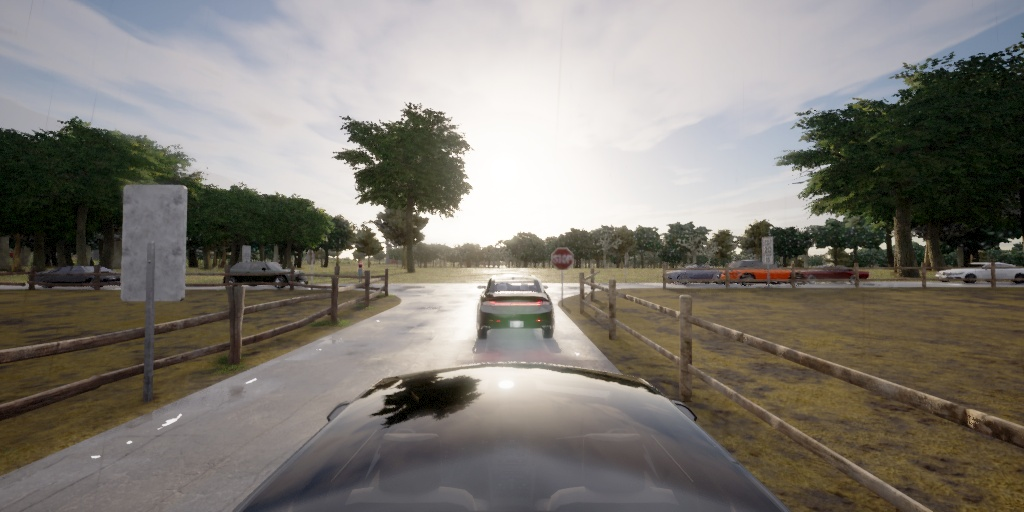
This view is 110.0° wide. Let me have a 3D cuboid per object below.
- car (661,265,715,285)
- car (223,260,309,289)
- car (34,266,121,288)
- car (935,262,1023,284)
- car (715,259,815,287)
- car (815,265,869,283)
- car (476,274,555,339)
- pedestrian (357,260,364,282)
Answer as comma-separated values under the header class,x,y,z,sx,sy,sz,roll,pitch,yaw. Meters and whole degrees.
class,x,y,z,sx,sy,sz,roll,pitch,yaw
car,13.001,1.324,25.796,4.181,1.385,1.994,0,-2,-1
car,-15.517,1.123,22.820,4.553,1.767,2.097,0,-2,1
car,-27.120,1.315,22.833,5.357,1.411,2.033,0,-2,0
car,32.687,1.170,24.933,4.674,1.442,1.812,0,-2,8
car,16.055,1.021,22.939,4.553,1.767,2.097,0,-1,0
car,22.397,1.314,25.735,4.718,1.301,1.895,0,-2,2
car,0.041,1.255,10.106,2.128,1.511,4.902,0,0,-1
pedestrian,-12.189,1.189,28.848,0.375,1.860,0.375,0,-1,0
